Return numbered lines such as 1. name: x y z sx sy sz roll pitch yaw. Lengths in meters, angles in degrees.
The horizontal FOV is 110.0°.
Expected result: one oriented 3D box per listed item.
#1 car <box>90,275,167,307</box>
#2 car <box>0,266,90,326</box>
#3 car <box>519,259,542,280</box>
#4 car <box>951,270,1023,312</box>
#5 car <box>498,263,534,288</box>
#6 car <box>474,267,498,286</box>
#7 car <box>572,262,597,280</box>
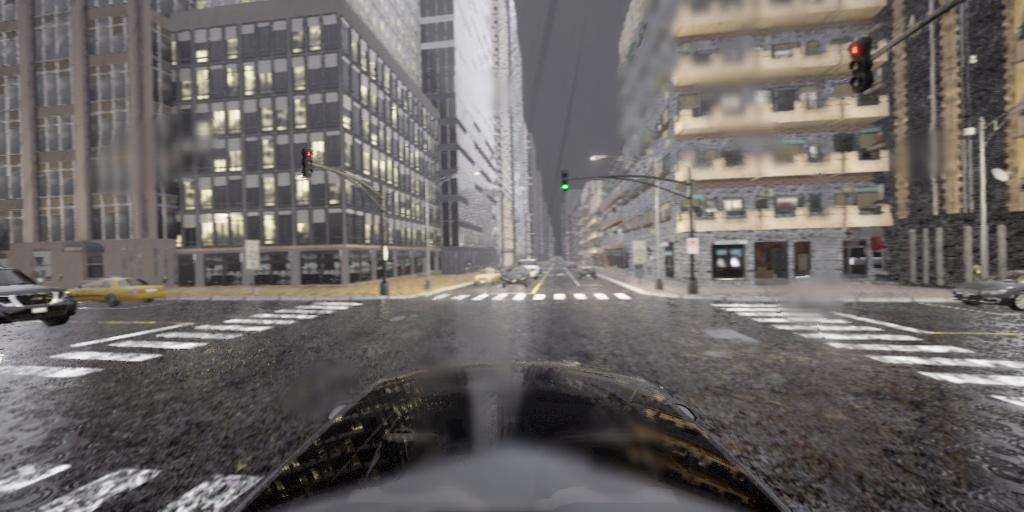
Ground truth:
1. car: -19.553 1.642 17.501 4.829 1.417 1.751 0 0 8
2. car: -17.144 1.339 11.345 5.566 2.045 2.150 -1 0 9
3. car: 1.617 1.345 37.061 2.150 2.045 5.566 -1 -1 7
4. car: 18.057 1.107 12.245 4.403 1.370 2.007 0 0 8
5. car: 0.407 1.543 27.435 1.837 1.490 4.892 -1 -1 7
6. car: -1.926 1.640 29.532 1.751 1.417 4.829 0 0 7
7. car: 7.117 1.521 34.260 2.007 1.370 4.403 0 0 7
